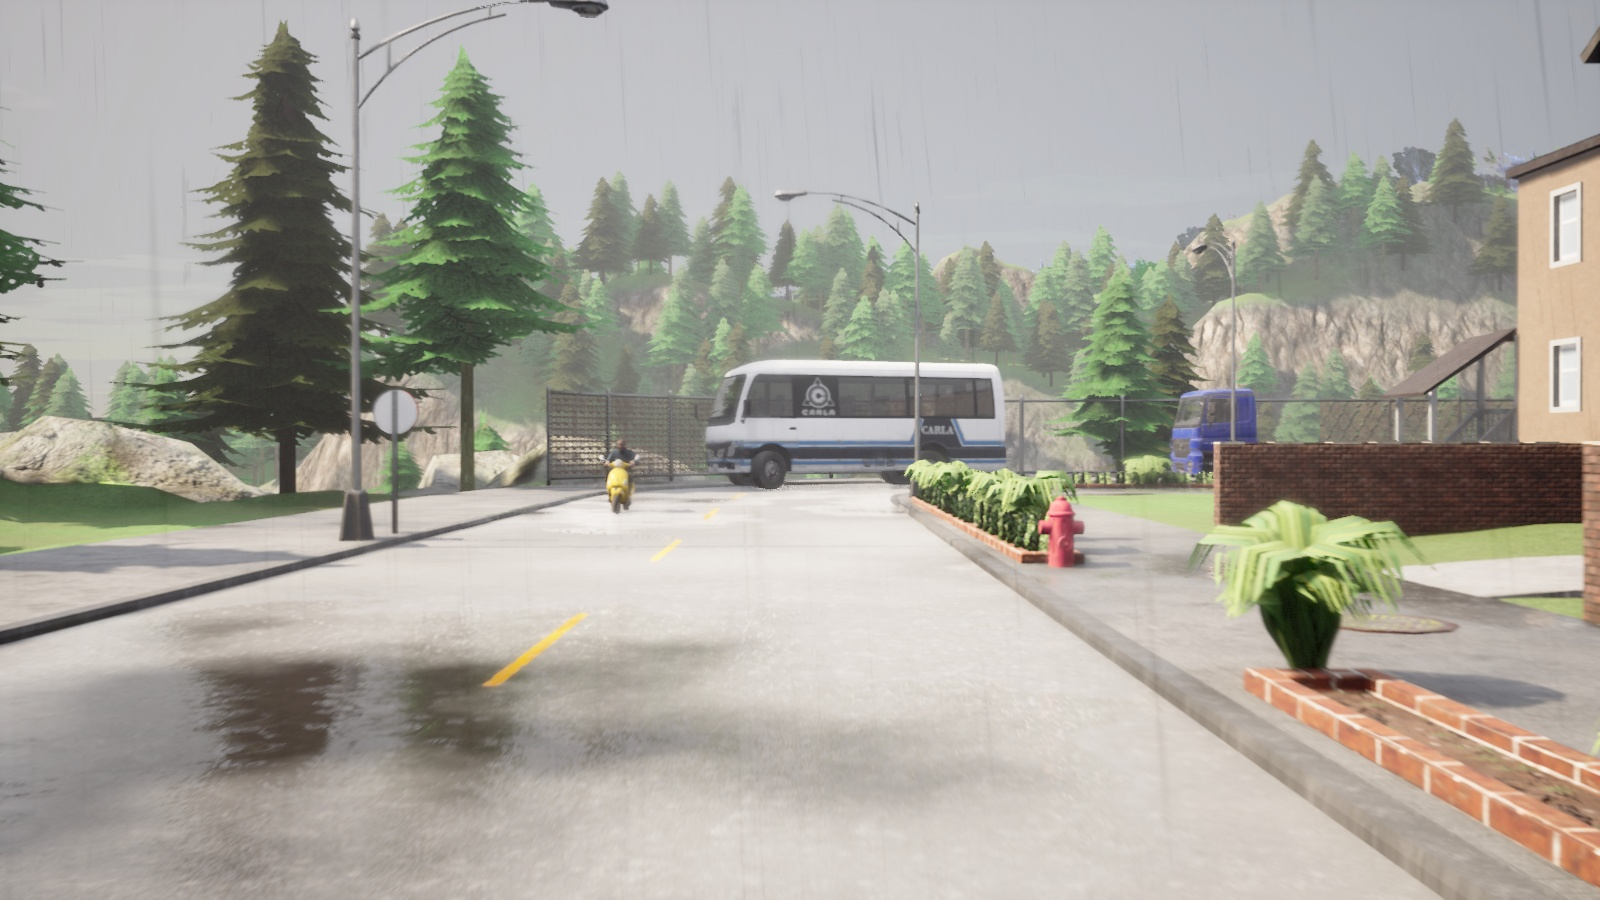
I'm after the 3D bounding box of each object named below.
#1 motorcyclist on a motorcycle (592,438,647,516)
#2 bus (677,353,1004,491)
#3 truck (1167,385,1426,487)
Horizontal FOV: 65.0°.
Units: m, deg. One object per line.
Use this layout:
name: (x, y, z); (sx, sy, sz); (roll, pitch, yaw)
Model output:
motorcyclist on a motorcycle: (-3.816, 0.546, 26.683); (0.866, 1.590, 1.817); (0, 0, 1)
bus: (1.337, -0.866, 42.339); (10.273, 4.253, 3.944); (0, 0, -20)
truck: (17.271, -0.470, 44.091); (7.936, 3.462, 2.891); (0, 0, 0)
